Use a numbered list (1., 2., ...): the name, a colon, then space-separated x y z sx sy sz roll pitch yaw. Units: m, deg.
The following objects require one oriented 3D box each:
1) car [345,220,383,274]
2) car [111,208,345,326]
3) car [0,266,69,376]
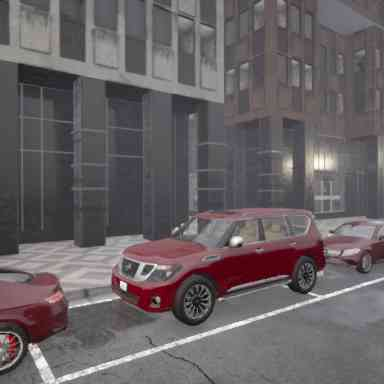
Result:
1. car: 5.420 1.580 10.497 4.206 1.307 1.802 0 0 -35
2. car: 0.853 1.314 7.252 5.009 1.841 2.192 0 0 -35
3. car: -3.713 1.582 4.006 4.206 1.307 1.802 0 0 -35
